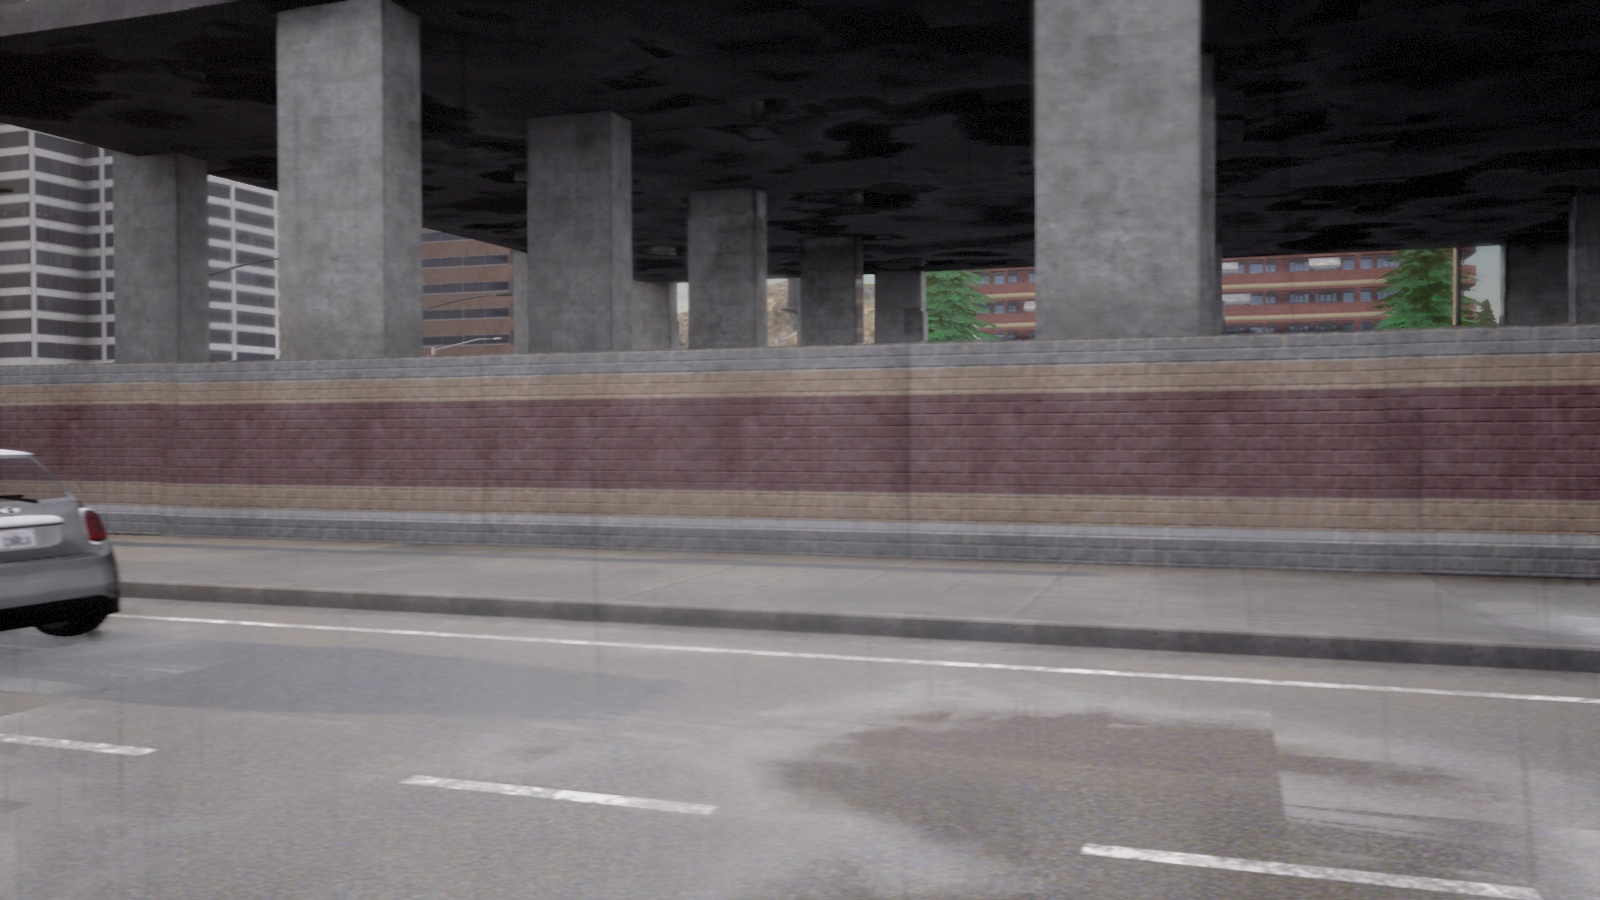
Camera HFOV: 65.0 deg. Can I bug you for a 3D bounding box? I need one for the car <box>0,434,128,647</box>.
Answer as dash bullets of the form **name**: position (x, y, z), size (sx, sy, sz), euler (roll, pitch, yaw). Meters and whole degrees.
- **car**: position (-7.332, 0.613, 9.413), size (3.806, 1.475, 1.970), euler (1, 1, 19)
